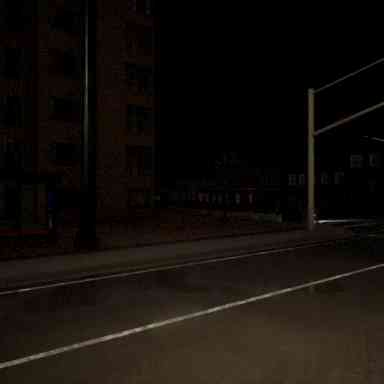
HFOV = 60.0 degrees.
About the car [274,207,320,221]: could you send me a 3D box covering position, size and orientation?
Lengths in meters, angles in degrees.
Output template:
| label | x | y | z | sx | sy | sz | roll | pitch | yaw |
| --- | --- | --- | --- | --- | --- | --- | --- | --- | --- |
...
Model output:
| label | x | y | z | sx | sy | sz | roll | pitch | yaw |
| --- | --- | --- | --- | --- | --- | --- | --- | --- | --- |
| car | 9.656 | 2.053 | 30.988 | 1.994 | 1.385 | 4.181 | 0 | -4 | -36 |
